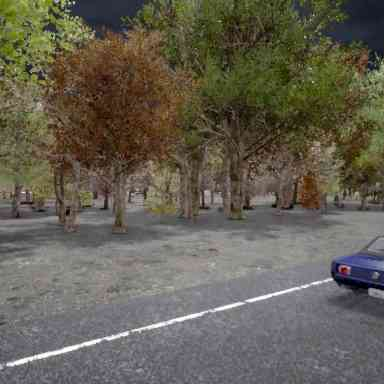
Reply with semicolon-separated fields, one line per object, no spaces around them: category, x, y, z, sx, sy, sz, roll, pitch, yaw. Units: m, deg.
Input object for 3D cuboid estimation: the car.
car;5.261;1.603;7.477;4.718;1.301;1.895;0;0;-35
